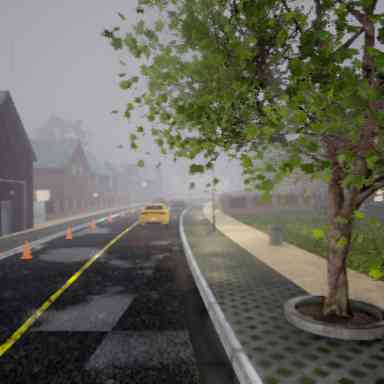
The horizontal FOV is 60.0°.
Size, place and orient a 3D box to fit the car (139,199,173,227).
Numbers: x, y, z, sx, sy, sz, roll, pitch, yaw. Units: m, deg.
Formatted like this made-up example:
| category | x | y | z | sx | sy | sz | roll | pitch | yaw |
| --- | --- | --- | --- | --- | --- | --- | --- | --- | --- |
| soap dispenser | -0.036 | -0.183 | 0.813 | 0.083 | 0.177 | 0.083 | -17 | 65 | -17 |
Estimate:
| category | x | y | z | sx | sy | sz | roll | pitch | yaw |
| --- | --- | --- | --- | --- | --- | --- | --- | --- | --- |
| car | -2.530 | 1.539 | 23.335 | 1.882 | 1.535 | 5.008 | -1 | 0 | -2 |

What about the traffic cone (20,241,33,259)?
| category | x | y | z | sx | sy | sz | roll | pitch | yaw |
| --- | --- | --- | --- | --- | --- | --- | --- | --- | --- |
| traffic cone | -5.915 | 2.056 | 11.902 | 0.340 | 0.580 | 0.340 | -1 | 0 | -5 |

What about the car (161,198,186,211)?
| category | x | y | z | sx | sy | sz | roll | pitch | yaw |
| --- | --- | --- | --- | --- | --- | --- | --- | --- | --- |
| car | -1.999 | 1.501 | 39.726 | 2.128 | 1.511 | 4.902 | -1 | 0 | -14 |

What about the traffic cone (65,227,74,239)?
| category | x | y | z | sx | sy | sz | roll | pitch | yaw |
| --- | --- | --- | --- | --- | --- | --- | --- | --- | --- |
| traffic cone | -6.260 | 2.063 | 16.944 | 0.340 | 0.580 | 0.340 | -1 | 0 | -3 |

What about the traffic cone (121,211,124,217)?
| category | x | y | z | sx | sy | sz | roll | pitch | yaw |
| --- | --- | --- | --- | --- | --- | --- | --- | --- | --- |
| traffic cone | -6.666 | 2.062 | 32.089 | 0.340 | 0.580 | 0.340 | -1 | 0 | 0 |
